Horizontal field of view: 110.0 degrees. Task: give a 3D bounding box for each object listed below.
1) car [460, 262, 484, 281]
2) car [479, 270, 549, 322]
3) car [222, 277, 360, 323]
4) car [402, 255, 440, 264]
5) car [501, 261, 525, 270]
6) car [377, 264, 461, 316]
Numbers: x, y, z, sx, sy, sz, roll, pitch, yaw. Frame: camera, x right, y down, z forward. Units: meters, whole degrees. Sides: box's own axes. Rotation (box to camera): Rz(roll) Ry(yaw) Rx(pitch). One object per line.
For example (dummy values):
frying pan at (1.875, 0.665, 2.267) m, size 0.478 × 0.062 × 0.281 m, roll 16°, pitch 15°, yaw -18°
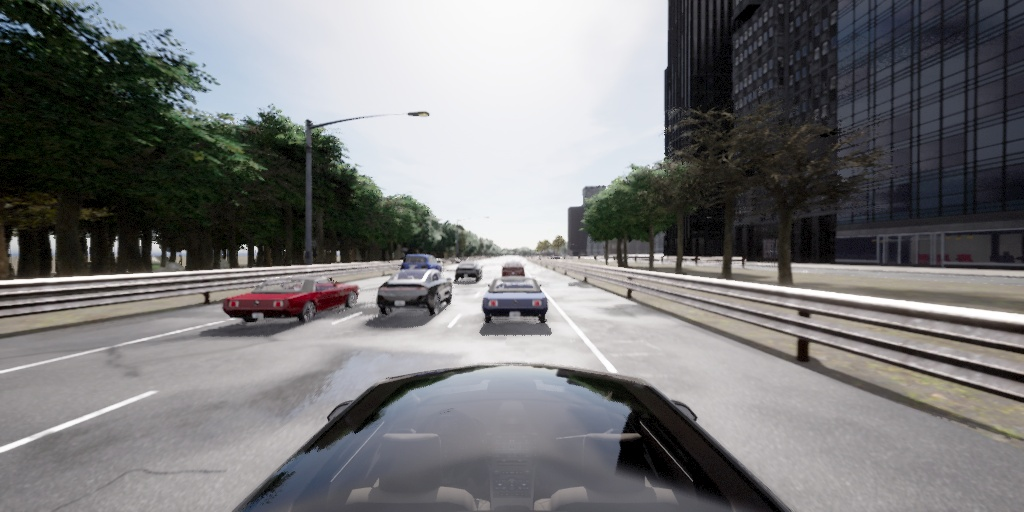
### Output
car at (-3.407, 1.199, 28.825) m, size 1.837 × 1.490 × 4.892 m, roll 0°, pitch 0°, yaw 0°
car at (0.092, 1.332, 12.150) m, size 1.895 × 1.301 × 4.718 m, roll 0°, pitch 0°, yaw 0°
car at (-6.909, 1.333, 11.978) m, size 1.895 × 1.301 × 4.718 m, roll 0°, pitch 0°, yaw 0°
car at (-6.906, 0.919, 27.740) m, size 2.150 × 2.045 × 5.566 m, roll 0°, pitch 0°, yaw 0°
car at (0.094, 1.168, 30.221) m, size 1.882 × 1.535 × 5.008 m, roll 0°, pitch 0°, yaw 0°
car at (-3.408, 1.221, 13.349) m, size 2.128 × 1.511 × 4.902 m, roll 0°, pitch 0°, yaw 0°
